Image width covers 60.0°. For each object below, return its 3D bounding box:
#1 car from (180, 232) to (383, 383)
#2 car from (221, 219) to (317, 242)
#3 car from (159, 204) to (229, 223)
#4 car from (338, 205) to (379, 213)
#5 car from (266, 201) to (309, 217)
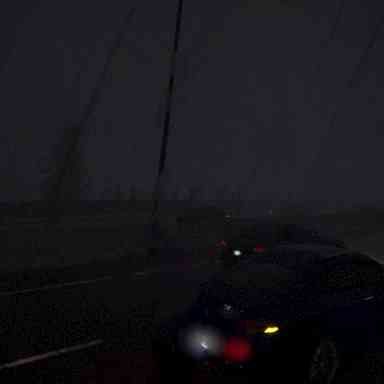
[{"bbox_3d":[2.003,1.556,5.171,4.674,1.442,1.812,0,0,-35],"label":"car"},{"bbox_3d":[2.844,1.617,10.068,4.181,1.385,1.994,0,0,-35],"label":"car"},{"bbox_3d":[0.207,1.585,21.326,4.892,1.490,1.837,0,0,-35],"label":"car"},{"bbox_3d":[13.295,1.736,26.350,4.181,1.385,1.994,0,0,-35],"label":"car"},{"bbox_3d":[9.236,1.663,32.053,4.902,1.511,2.128,0,0,-35],"label":"car"}]
